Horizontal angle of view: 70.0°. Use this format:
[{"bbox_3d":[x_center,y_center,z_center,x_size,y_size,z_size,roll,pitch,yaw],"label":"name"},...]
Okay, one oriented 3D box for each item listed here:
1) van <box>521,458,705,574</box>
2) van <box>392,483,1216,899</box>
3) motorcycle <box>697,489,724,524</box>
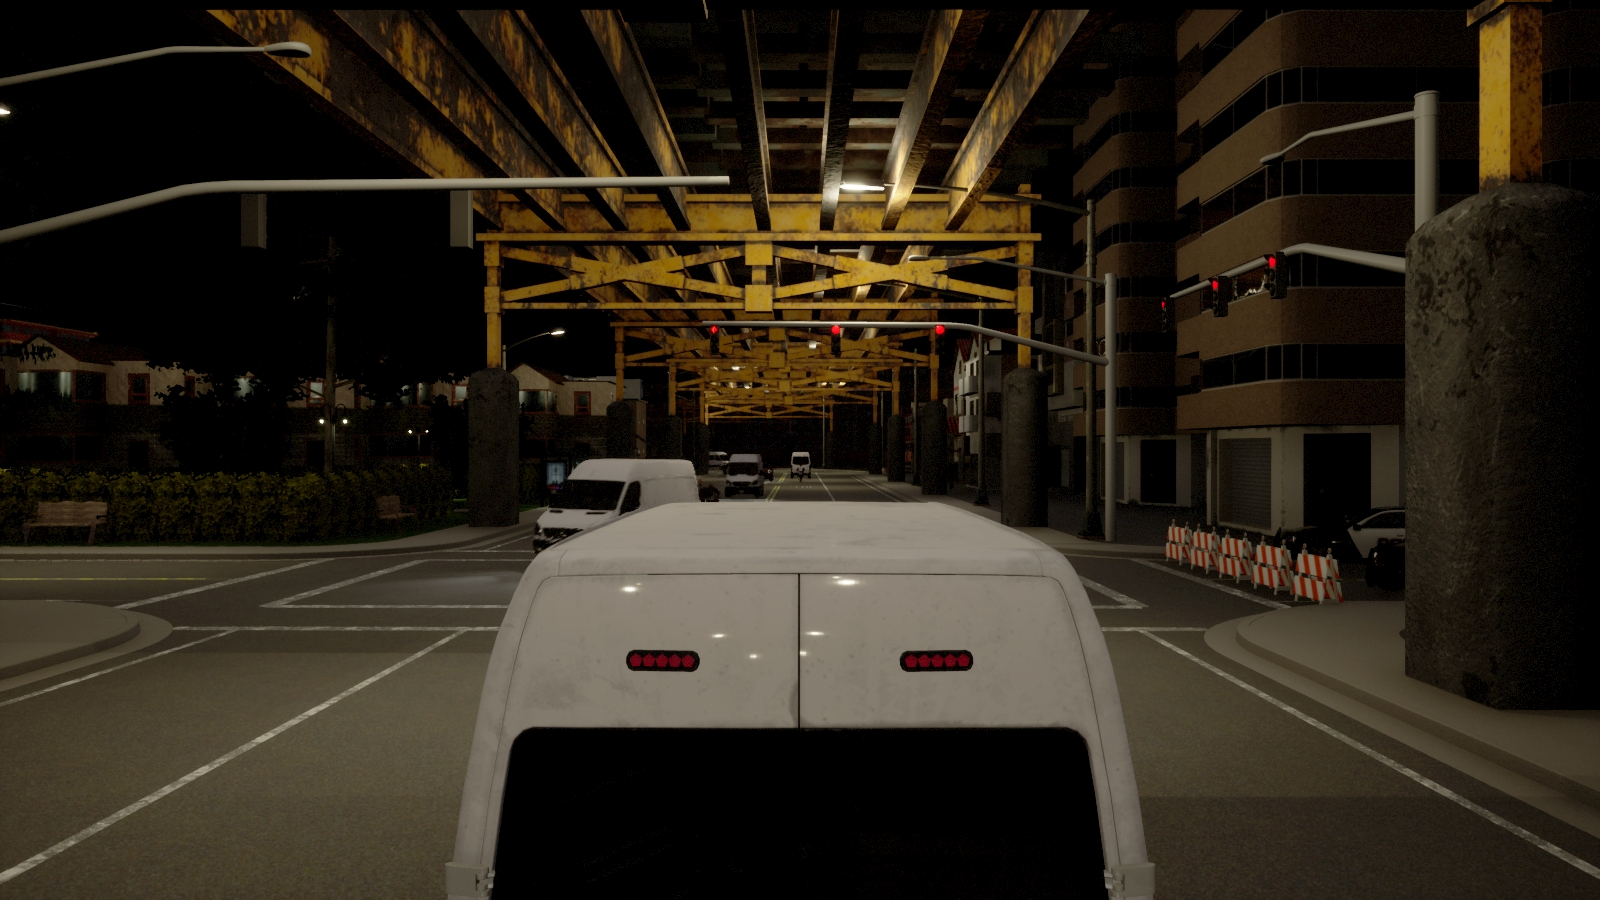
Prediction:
[{"bbox_3d":[-4.582,1.522,29.179,1.988,2.561,5.915,1,0,19],"label":"van"},{"bbox_3d":[0.015,1.531,5.717,1.988,2.561,5.915,0,0,0],"label":"van"},{"bbox_3d":[-3.465,2.184,44.486,0.867,1.254,2.209,0,0,0],"label":"motorcycle"}]
